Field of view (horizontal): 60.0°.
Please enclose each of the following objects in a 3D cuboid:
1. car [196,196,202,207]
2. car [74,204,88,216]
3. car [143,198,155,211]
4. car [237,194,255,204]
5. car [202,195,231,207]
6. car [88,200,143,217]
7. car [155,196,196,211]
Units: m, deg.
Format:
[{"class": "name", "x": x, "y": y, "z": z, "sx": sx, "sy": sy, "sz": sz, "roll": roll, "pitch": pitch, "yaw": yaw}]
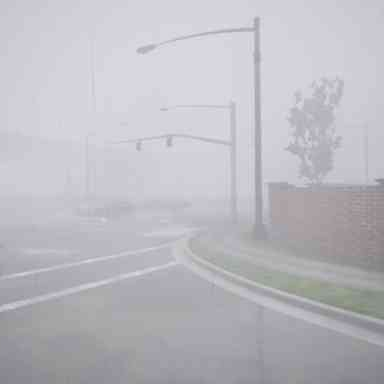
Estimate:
[{"class": "car", "x": 0.843, "y": 1.384, "z": 50.215, "sx": 1.882, "sy": 1.535, "sz": 5.008, "roll": -1, "pitch": 1, "yaw": 37}, {"class": "car", "x": -10.270, "y": 1.699, "z": 35.478, "sx": 1.812, "sy": 1.442, "sz": 4.674, "roll": -1, "pitch": 0, "yaw": 37}, {"class": "car", "x": -4.879, "y": 1.565, "z": 42.632, "sx": 1.837, "sy": 1.490, "sz": 4.892, "roll": -1, "pitch": 0, "yaw": 37}, {"class": "car", "x": 10.046, "y": 1.161, "z": 56.564, "sx": 1.837, "sy": 1.490, "sz": 4.892, "roll": -1, "pitch": 1, "yaw": 37}, {"class": "car", "x": 3.942, "y": 1.460, "z": 48.517, "sx": 1.895, "sy": 1.301, "sz": 4.718, "roll": -1, "pitch": 1, "yaw": 37}, {"class": "car", "x": -7.537, "y": 1.638, "z": 33.293, "sx": 1.837, "sy": 1.490, "sz": 4.892, "roll": -1, "pitch": 0, "yaw": 36}, {"class": "car", "x": -1.968, "y": 1.544, "z": 40.686, "sx": 1.812, "sy": 1.442, "sz": 4.674, "roll": -1, "pitch": 0, "yaw": 37}]
